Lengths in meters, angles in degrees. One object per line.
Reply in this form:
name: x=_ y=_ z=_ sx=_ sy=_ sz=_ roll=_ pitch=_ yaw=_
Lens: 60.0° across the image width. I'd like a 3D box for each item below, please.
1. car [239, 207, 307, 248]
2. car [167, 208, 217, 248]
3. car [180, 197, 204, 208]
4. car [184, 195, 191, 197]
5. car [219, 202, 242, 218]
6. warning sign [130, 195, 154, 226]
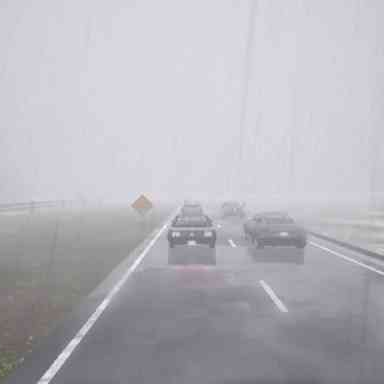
car: x=3.501 y=1.568 z=14.650 sx=1.994 sy=1.385 sz=4.181 roll=0 pitch=0 yaw=0
car: x=0.001 y=1.612 z=14.680 sx=1.895 sy=1.301 sz=4.718 roll=0 pitch=0 yaw=0
car: x=0.000 y=1.484 z=29.650 sx=2.128 sy=1.511 sz=4.902 roll=0 pitch=0 yaw=0
car: x=-1.224 y=1.517 z=90.433 sx=1.812 sy=1.442 sz=4.674 roll=0 pitch=0 yaw=0
car: x=3.500 y=1.553 z=29.650 sx=2.033 sy=1.411 sz=5.357 roll=0 pitch=0 yaw=0
warning sign: x=-3.045 y=1.107 z=20.425 sx=1.300 sy=1.860 sz=1.060 roll=0 pitch=0 yaw=0
